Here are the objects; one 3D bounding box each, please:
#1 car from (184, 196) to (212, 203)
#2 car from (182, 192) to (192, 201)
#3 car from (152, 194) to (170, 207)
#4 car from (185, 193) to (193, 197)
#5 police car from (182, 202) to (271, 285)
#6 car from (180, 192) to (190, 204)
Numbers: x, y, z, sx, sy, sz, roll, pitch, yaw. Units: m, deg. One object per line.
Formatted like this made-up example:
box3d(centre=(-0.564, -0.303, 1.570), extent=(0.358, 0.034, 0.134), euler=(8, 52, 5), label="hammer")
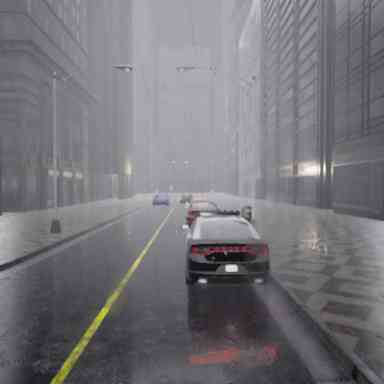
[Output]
box3d(centre=(0.618, 1.238, 19.195), extent=(1.882, 1.535, 5.008), euler=(0, 1, -1), label="car")
box3d(centre=(-0.880, 0.777, 60.401), extent=(1.812, 1.442, 4.674), euler=(0, 1, -1), label="car")
box3d(centre=(-3.683, 0.973, 40.356), extent=(1.882, 1.535, 5.008), euler=(0, 1, -1), label="car")
box3d(centre=(0.528, 1.139, 25.383), extent=(1.801, 1.575, 5.366), euler=(0, 1, -1), label="car")
box3d(centre=(0.762, 1.308, 9.306), extent=(1.930, 1.638, 5.238), euler=(0, 1, -1), label="police car")
box3d(centre=(-0.671, 1.019, 46.790), extent=(1.895, 1.301, 4.718), euler=(0, 1, 0), label="car")
